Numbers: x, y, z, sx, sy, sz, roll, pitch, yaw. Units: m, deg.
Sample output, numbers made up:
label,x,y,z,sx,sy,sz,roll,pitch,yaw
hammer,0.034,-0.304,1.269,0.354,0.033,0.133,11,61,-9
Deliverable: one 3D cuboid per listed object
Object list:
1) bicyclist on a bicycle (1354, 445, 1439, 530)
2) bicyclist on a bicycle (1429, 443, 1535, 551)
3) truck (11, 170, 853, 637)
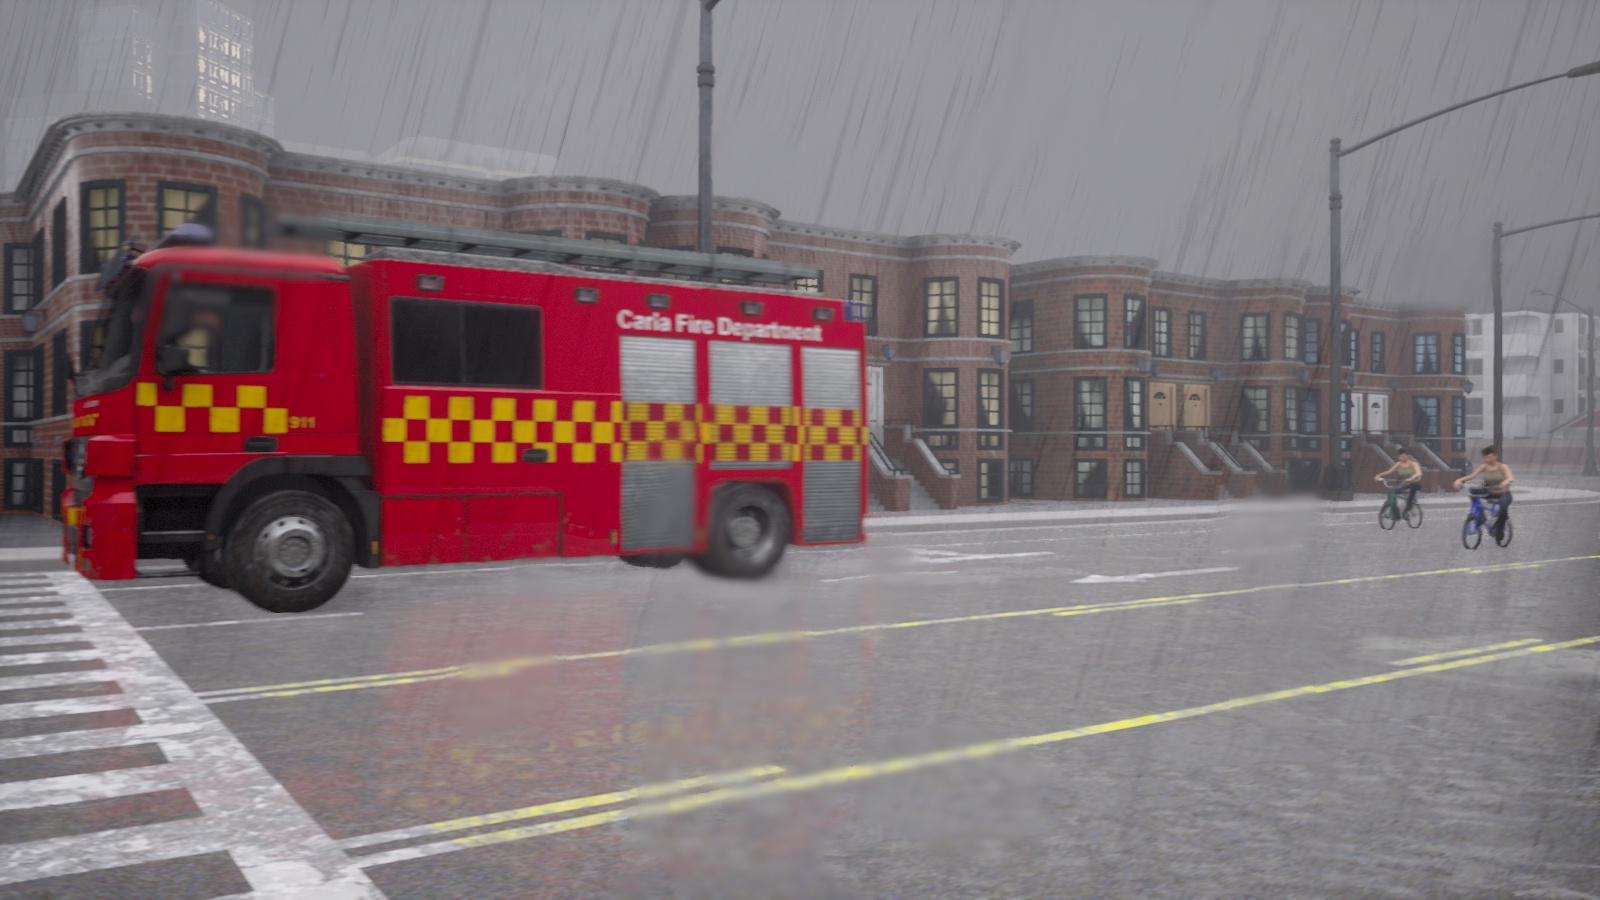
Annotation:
label,x,y,z,sx,sy,sz,roll,pitch,yaw
bicyclist on a bicycle,11.674,0.717,24.567,1.509,1.612,0.866,0,0,-35
bicyclist on a bicycle,10.650,0.707,19.597,1.509,1.612,0.866,0,0,-35
truck,-3.663,-0.378,13.906,8.468,3.827,2.891,0,0,-35
